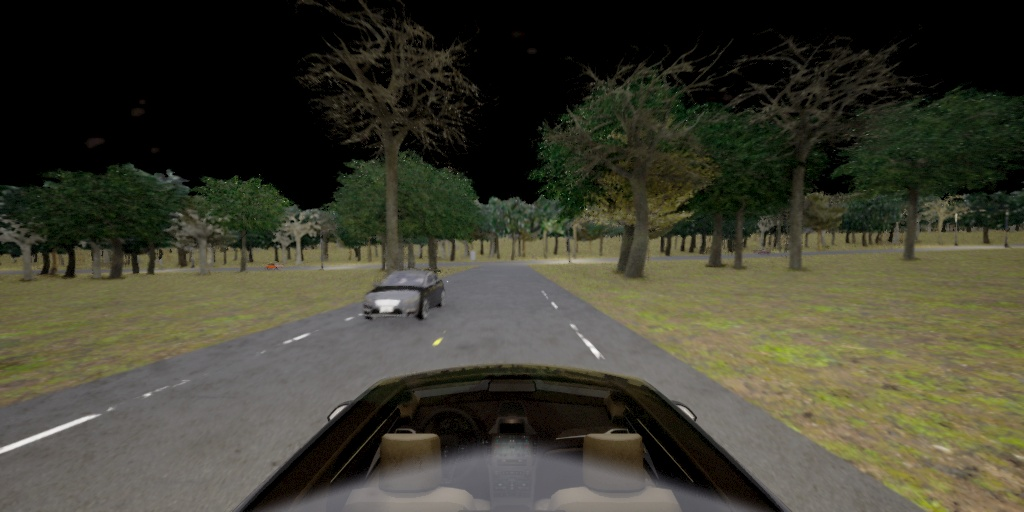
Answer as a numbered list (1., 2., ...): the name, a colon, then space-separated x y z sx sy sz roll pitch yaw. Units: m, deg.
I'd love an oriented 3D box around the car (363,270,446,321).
1. car: -3.588 1.270 12.716 2.128 1.511 4.902 0 0 0
